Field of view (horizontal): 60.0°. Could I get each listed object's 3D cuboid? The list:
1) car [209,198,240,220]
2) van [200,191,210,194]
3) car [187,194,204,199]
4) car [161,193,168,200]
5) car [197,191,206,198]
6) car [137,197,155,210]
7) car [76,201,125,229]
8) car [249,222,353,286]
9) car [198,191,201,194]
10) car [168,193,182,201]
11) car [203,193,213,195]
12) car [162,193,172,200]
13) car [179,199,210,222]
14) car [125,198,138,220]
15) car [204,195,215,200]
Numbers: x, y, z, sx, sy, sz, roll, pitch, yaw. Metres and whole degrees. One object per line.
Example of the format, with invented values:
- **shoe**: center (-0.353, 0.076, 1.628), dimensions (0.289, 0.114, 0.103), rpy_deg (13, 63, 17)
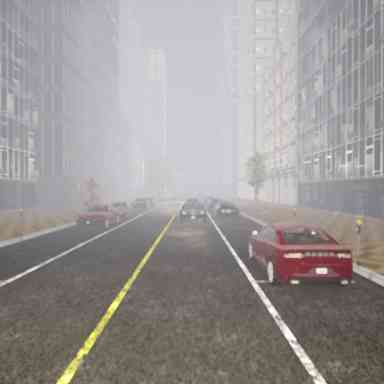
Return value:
- **car**: center (2.675, 1.393, 26.190), dimensions (1.947, 1.339, 4.313), rpy_deg (0, 0, 0)
- **van**: center (2.658, 0.963, 54.650), dimensions (1.690, 1.788, 3.998), rpy_deg (0, 0, 0)
- **car**: center (0.072, 1.286, 40.994), dimensions (1.994, 1.385, 4.181), rpy_deg (0, 0, 0)
- **car**: center (-5.734, 1.016, 71.561), dimensions (1.752, 1.417, 4.829), rpy_deg (0, 0, 0)
- **car**: center (2.633, 0.620, 94.493), dimensions (2.192, 1.841, 5.009), rpy_deg (0, 0, 0)
- **car**: center (-5.713, 1.292, 37.577), dimensions (1.887, 1.381, 4.507), rpy_deg (0, 0, 0)
- **car**: center (-5.702, 1.411, 20.499), dimensions (1.887, 1.381, 4.507), rpy_deg (0, 0, 0)
- **car**: center (2.686, 1.487, 9.114), dimensions (1.887, 1.381, 4.507), rpy_deg (0, 0, 0)
- **car**: center (2.654, 1.019, 60.342), dimensions (1.967, 1.590, 4.097), rpy_deg (0, 0, 0)
- **car**: center (-3.048, 1.089, 65.547), dimensions (2.033, 1.411, 5.357), rpy_deg (0, 0, 0)
- **car**: center (2.661, 1.230, 48.958), dimensions (1.947, 1.339, 4.313), rpy_deg (0, 0, 0)
- **car**: center (-5.738, 0.994, 77.425), dimensions (2.008, 1.369, 4.403), rpy_deg (0, 0, 0)
- **car**: center (0.084, 1.437, 24.845), dimensions (1.895, 1.301, 4.718), rpy_deg (0, 0, 0)
- **car**: center (-5.706, 1.409, 26.193), dimensions (1.802, 1.307, 4.206), rpy_deg (0, 0, 0)
- **car**: center (2.668, 1.313, 37.574), dimensions (1.947, 1.339, 4.313), rpy_deg (0, 0, 0)
